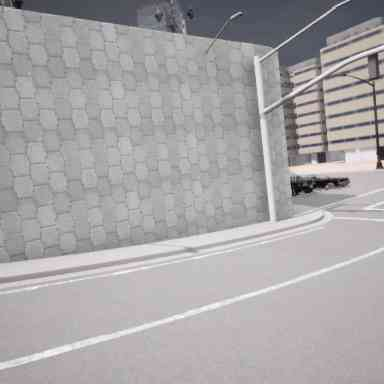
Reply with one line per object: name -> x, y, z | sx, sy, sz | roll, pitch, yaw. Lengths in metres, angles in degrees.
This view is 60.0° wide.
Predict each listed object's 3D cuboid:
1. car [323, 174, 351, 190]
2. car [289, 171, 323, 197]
car -> 11.017, -0.894, 28.660 | 1.895, 1.301, 4.718 | -10, 6, -35
car -> 7.469, -0.750, 27.576 | 2.150, 2.045, 5.566 | -10, 6, -35
